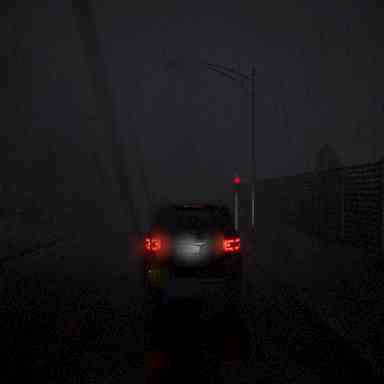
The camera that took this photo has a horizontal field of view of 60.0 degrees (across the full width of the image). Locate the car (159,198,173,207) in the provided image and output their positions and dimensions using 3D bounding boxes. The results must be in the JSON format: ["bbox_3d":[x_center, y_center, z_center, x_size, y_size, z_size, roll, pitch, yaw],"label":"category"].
[{"bbox_3d":[-4.153,1.601,53.590,1.895,1.301,4.718,0,0,0],"label":"car"}]

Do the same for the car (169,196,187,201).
[{"bbox_3d":[-3.803,1.595,87.234,4.718,1.301,1.895,0,0,40],"label":"car"}]

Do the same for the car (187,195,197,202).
[{"bbox_3d":[-0.097,1.478,77.545,1.882,1.535,5.008,0,0,-4],"label":"car"}]

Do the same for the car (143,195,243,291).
[{"bbox_3d":[0.033,1.221,9.158,2.150,2.045,5.566,0,0,0],"label":"car"}]

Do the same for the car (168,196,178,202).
[{"bbox_3d":[-4.083,1.552,73.338,1.994,1.385,4.181,0,0,0],"label":"car"}]

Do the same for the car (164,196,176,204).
[{"bbox_3d":[-4.125,1.547,63.353,2.033,1.411,5.357,0,0,0],"label":"car"}]

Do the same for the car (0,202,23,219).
[{"bbox_3d":[-16.576,1.526,28.349,4.674,1.442,1.812,0,0,0],"label":"car"}]
